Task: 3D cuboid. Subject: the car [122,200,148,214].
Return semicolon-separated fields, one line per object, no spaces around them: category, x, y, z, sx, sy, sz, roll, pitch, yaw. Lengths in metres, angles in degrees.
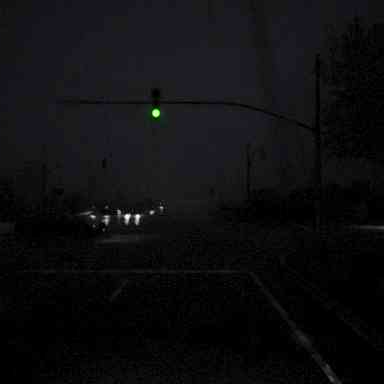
car;-7.112;2.071;41.937;1.994;1.385;4.181;0;-1;0

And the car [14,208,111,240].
car;-7.046;1.747;17.897;4.674;1.442;1.812;0;-1;3

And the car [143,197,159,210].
car;-7.106;1.874;54.422;2.150;2.045;5.566;0;0;0

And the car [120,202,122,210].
car;-10.607;2.154;53.932;1.837;1.490;4.892;0;0;0

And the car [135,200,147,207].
car;-10.526;2.429;69.016;1.895;1.301;4.718;0;-1;0

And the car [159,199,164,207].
car;-7.026;2.343;69.824;1.837;1.490;4.892;0;-1;0

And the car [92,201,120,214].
car;-10.653;1.845;40.614;2.097;1.767;4.553;0;-1;1
